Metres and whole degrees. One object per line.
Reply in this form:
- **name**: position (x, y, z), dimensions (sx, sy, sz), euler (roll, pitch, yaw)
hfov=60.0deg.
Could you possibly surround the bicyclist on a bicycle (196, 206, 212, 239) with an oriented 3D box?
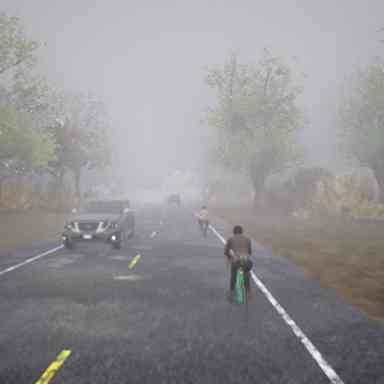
- **bicyclist on a bicycle**: position (0.610, 1.481, 16.624), dimensions (0.866, 1.612, 1.509), euler (0, 0, -2)

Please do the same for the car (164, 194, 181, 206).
- **car**: position (-3.173, 1.305, 57.456), dimensions (2.150, 2.045, 5.566), euler (0, 0, -6)

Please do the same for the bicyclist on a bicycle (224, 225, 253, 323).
- **bicyclist on a bicycle**: position (0.890, 1.470, 6.284), dimensions (0.582, 1.620, 1.656), euler (0, 0, -1)

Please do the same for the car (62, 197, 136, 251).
- **car**: position (-3.861, 1.263, 14.767), dimensions (2.150, 2.045, 5.566), euler (0, 0, -2)
